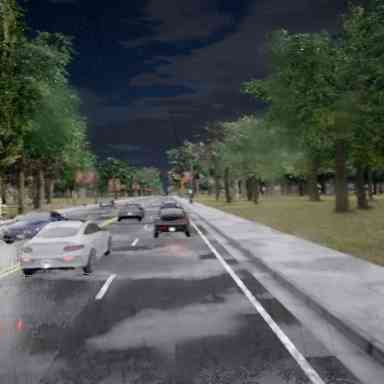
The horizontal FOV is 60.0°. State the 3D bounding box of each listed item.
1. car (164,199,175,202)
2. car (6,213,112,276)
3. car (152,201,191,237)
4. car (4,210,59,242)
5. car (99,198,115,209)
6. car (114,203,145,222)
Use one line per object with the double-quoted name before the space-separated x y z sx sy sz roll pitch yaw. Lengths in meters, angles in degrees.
"car" -2.670 1.598 40.200 1.812 1.442 4.674 -1 0 -4
"car" -3.813 1.606 10.658 1.812 1.442 4.674 -1 0 -4
"car" -1.129 1.537 18.484 1.837 1.490 4.892 -1 0 -4
"car" -7.721 1.688 16.977 1.812 1.442 4.674 -1 0 -4
"car" -13.465 1.792 52.954 2.128 1.511 4.902 -1 0 -4
"car" -5.064 1.678 28.208 1.994 1.385 4.181 -1 0 -4
